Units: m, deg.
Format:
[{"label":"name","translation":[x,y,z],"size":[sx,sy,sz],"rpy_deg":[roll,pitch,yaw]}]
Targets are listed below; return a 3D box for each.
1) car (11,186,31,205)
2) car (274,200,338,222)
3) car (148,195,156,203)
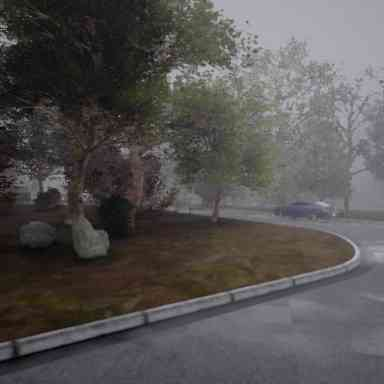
[{"label":"car","translation":[-20.736,0.347,36.530],"size":[5.566,2.045,2.150],"rpy_deg":[2,-1,-34]},{"label":"car","translation":[8.187,1.288,24.168],"size":[1.812,1.442,4.674],"rpy_deg":[1,0,-36]},{"label":"car","translation":[-5.943,0.923,39.187],"size":[4.892,1.490,1.837],"rpy_deg":[1,-1,24]}]
